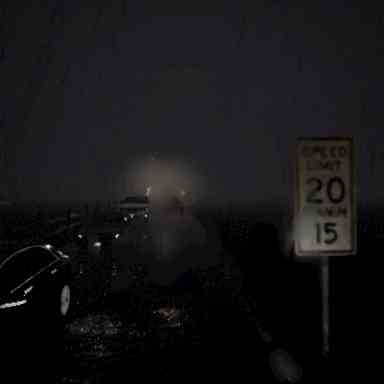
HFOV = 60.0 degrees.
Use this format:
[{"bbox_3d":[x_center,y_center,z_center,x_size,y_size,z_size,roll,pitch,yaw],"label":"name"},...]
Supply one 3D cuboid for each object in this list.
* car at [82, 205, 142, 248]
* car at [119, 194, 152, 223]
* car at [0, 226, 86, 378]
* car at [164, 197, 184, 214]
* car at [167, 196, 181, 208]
[{"bbox_3d":[-3.654,1.556,15.013,2.033,1.411,5.357,0,0,-3],"label":"car"},{"bbox_3d":[-4.251,1.220,25.636,2.150,2.045,5.566,0,0,-3],"label":"car"},{"bbox_3d":[-3.050,1.523,4.437,1.837,1.490,4.892,0,0,-3],"label":"car"},{"bbox_3d":[-1.899,1.490,35.162,1.812,1.442,4.674,0,0,-3],"label":"car"},{"bbox_3d":[-2.639,1.424,47.984,1.882,1.535,5.008,0,0,-3],"label":"car"}]
